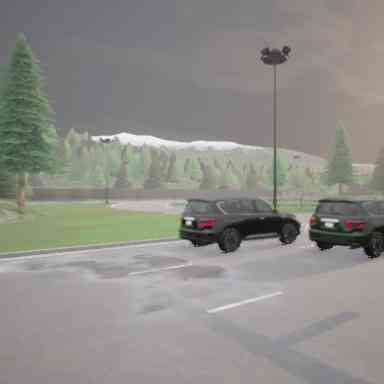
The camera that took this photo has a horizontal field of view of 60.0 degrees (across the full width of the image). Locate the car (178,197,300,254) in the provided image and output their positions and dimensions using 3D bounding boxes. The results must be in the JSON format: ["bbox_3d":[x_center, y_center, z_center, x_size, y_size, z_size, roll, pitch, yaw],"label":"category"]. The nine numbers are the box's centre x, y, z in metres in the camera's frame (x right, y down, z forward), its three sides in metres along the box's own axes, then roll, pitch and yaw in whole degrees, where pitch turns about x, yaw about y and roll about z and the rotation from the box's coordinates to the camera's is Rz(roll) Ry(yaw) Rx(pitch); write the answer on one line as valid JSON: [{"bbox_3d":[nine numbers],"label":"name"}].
[{"bbox_3d":[2.066,1.218,13.799,5.566,2.045,2.150,0,0,-35],"label":"car"}]

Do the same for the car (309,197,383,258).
[{"bbox_3d":[6.882,1.216,12.928,5.566,2.045,2.150,0,0,-35],"label":"car"}]
